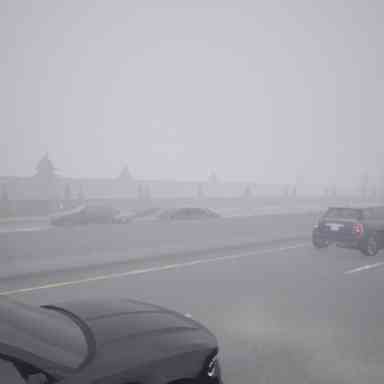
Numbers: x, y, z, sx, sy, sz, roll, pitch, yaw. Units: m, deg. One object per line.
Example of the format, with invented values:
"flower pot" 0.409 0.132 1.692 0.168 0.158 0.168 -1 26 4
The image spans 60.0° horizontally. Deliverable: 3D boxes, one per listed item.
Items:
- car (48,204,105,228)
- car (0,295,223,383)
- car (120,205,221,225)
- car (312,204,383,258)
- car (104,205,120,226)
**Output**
"car" -6.464 1.479 20.803 4.674 1.442 1.812 0 0 -35
"car" -2.011 1.481 2.312 5.008 1.535 1.882 0 0 -36
"car" -0.718 1.444 16.270 4.892 1.490 1.837 0 0 -34
"car" 6.698 1.262 12.671 4.553 1.767 2.097 -1 0 -34
"car" -2.543 1.501 19.245 4.181 1.385 1.994 0 0 -34
